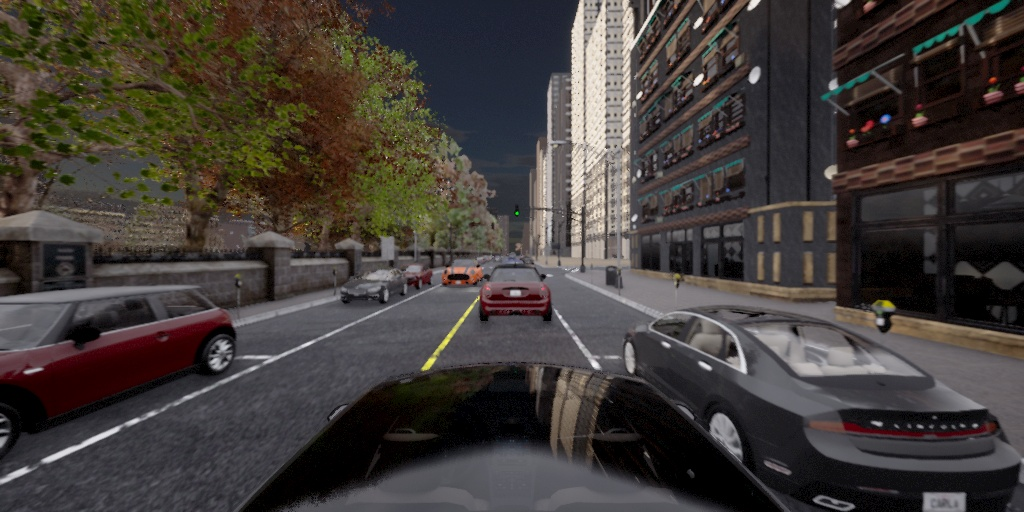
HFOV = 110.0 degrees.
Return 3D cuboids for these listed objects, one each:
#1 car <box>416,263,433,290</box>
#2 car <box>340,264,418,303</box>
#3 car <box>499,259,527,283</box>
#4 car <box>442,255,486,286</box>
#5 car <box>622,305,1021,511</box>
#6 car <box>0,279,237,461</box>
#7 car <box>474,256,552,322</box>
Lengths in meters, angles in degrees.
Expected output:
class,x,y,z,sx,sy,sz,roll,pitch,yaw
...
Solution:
class,x,y,z,sx,sy,sz,roll,pitch,yaw
car,-5.824,1.125,21.028,1.888,1.381,4.507,0,0,0
car,-5.772,1.178,15.489,2.007,1.370,4.403,0,0,0
car,0.096,1.010,26.558,1.882,1.535,5.008,0,0,0
car,-3.058,0.916,22.787,2.097,1.767,4.553,0,1,0
car,2.688,1.277,4.417,2.007,1.370,4.403,0,0,0
car,-5.692,1.166,4.414,1.967,1.591,4.097,0,0,0
car,0.098,1.012,11.981,2.097,1.767,4.553,0,1,0
